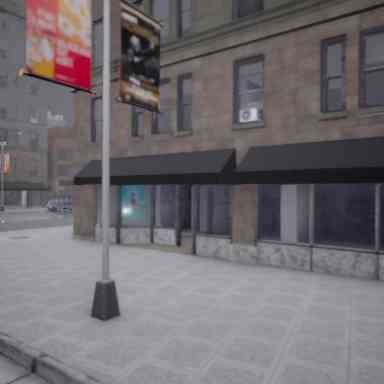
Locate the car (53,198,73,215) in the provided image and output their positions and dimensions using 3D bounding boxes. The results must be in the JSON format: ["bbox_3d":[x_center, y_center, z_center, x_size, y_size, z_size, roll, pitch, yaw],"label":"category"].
[{"bbox_3d":[-10.775,1.532,32.750,1.895,1.301,4.718,0,0,35],"label":"car"}]

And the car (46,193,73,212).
[{"bbox_3d":[-12.661,1.128,35.700,2.150,2.045,5.566,0,1,35],"label":"car"}]
